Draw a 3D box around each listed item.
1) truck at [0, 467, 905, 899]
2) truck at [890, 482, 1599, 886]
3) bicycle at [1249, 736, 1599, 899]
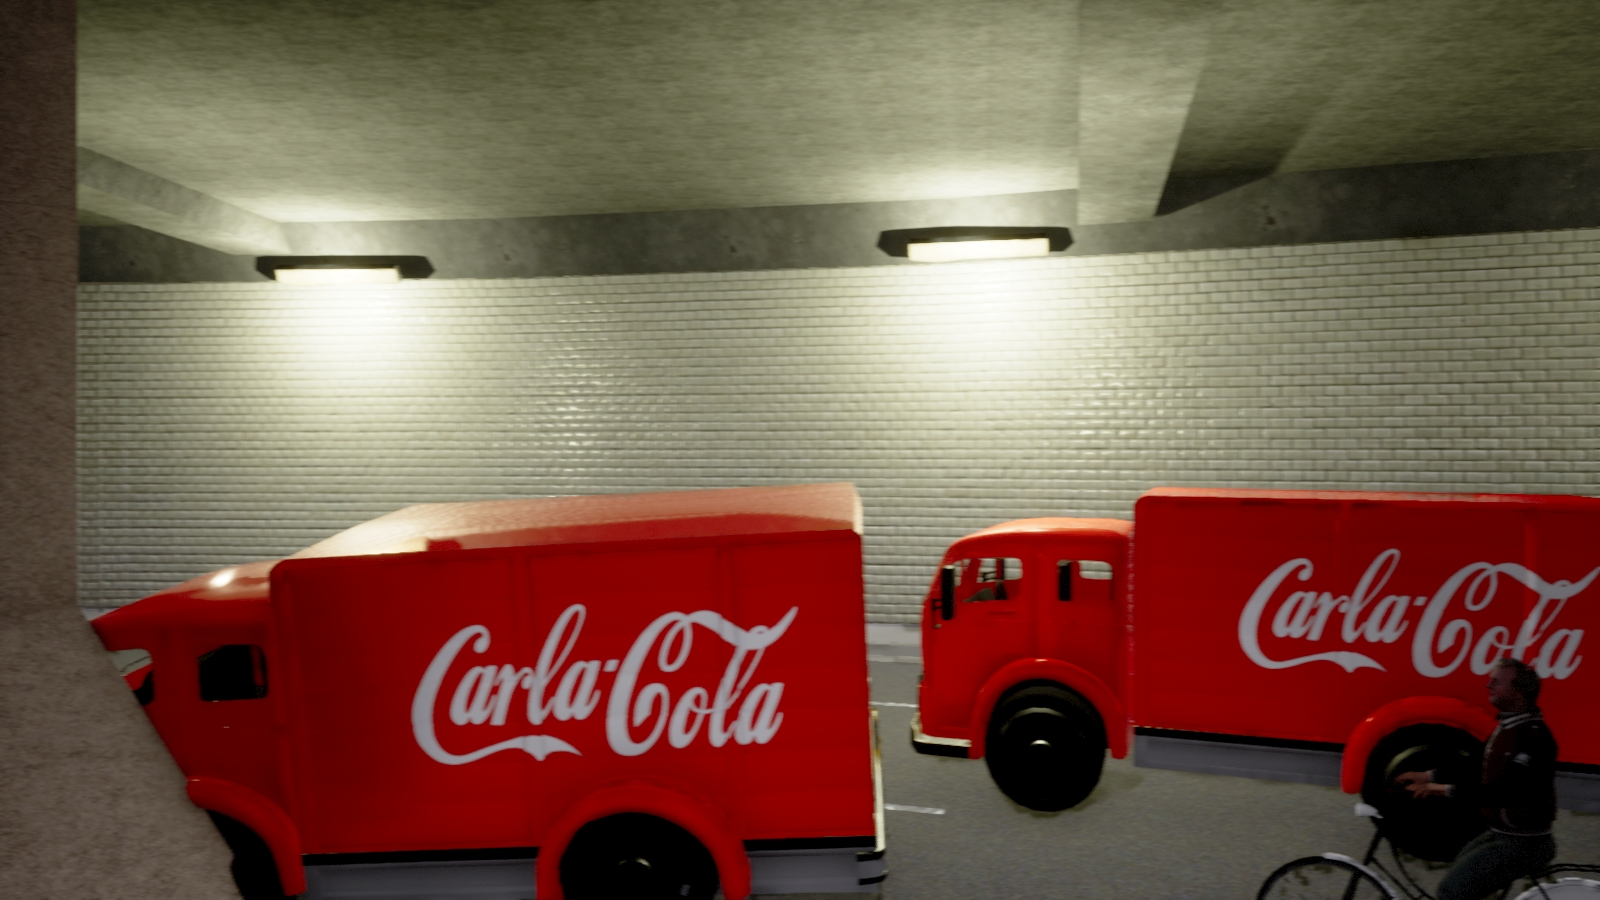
[{"bbox_3d":[-2.011,1.659,7.675,5.204,2.467,2.627,-4,6,3],"label":"truck"},{"bbox_3d":[3.597,1.555,9.268,5.204,2.467,2.627,0,0,20],"label":"truck"},{"bbox_3d":[3.207,2.162,5.642,1.835,1.251,0.329,0,0,21],"label":"bicycle"}]
